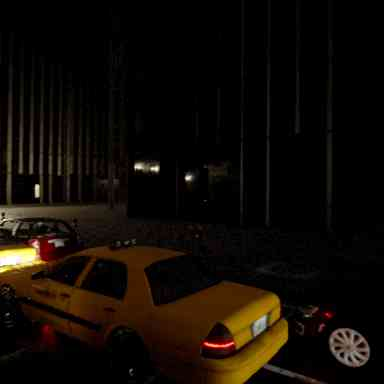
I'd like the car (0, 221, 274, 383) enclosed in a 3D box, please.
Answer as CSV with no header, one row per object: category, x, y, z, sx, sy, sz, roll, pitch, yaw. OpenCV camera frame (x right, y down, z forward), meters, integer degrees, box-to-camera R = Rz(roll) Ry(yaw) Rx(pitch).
car,-1.283,1.502,5.325,5.366,1.575,1.801,0,-1,37

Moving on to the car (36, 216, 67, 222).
car,-5.347,1.515,10.664,4.097,1.590,1.967,0,0,37

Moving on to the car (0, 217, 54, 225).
car,-6.100,1.510,8.901,5.366,1.575,1.801,0,-1,37

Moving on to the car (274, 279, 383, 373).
car,3.527,1.611,4.078,4.403,1.369,2.008,0,0,37
